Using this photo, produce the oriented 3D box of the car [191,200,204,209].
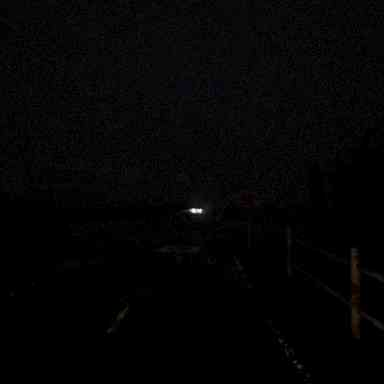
[{"bbox_3d":[0.924,2.110,56.304,2.128,1.511,4.902,0,-1,7],"label":"car"}]
